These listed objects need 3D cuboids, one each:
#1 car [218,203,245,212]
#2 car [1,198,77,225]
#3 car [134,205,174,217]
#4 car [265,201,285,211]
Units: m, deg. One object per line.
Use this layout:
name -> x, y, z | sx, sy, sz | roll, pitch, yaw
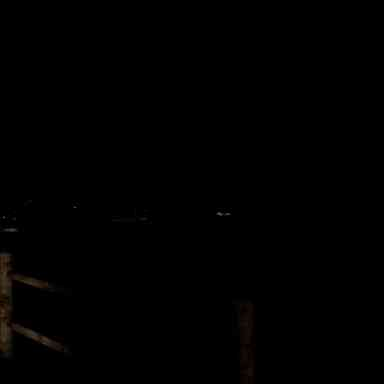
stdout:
car -> 6.127, 2.344, 50.621 | 2.033, 1.411, 5.357 | -1, -1, 37
car -> -11.831, 1.507, 26.195 | 2.150, 2.045, 5.566 | -1, -1, 36
car -> -4.137, 2.106, 36.699 | 1.895, 1.301, 4.718 | -1, -1, 36
car -> 14.310, 2.291, 56.910 | 2.097, 1.767, 4.553 | -1, -1, 36
